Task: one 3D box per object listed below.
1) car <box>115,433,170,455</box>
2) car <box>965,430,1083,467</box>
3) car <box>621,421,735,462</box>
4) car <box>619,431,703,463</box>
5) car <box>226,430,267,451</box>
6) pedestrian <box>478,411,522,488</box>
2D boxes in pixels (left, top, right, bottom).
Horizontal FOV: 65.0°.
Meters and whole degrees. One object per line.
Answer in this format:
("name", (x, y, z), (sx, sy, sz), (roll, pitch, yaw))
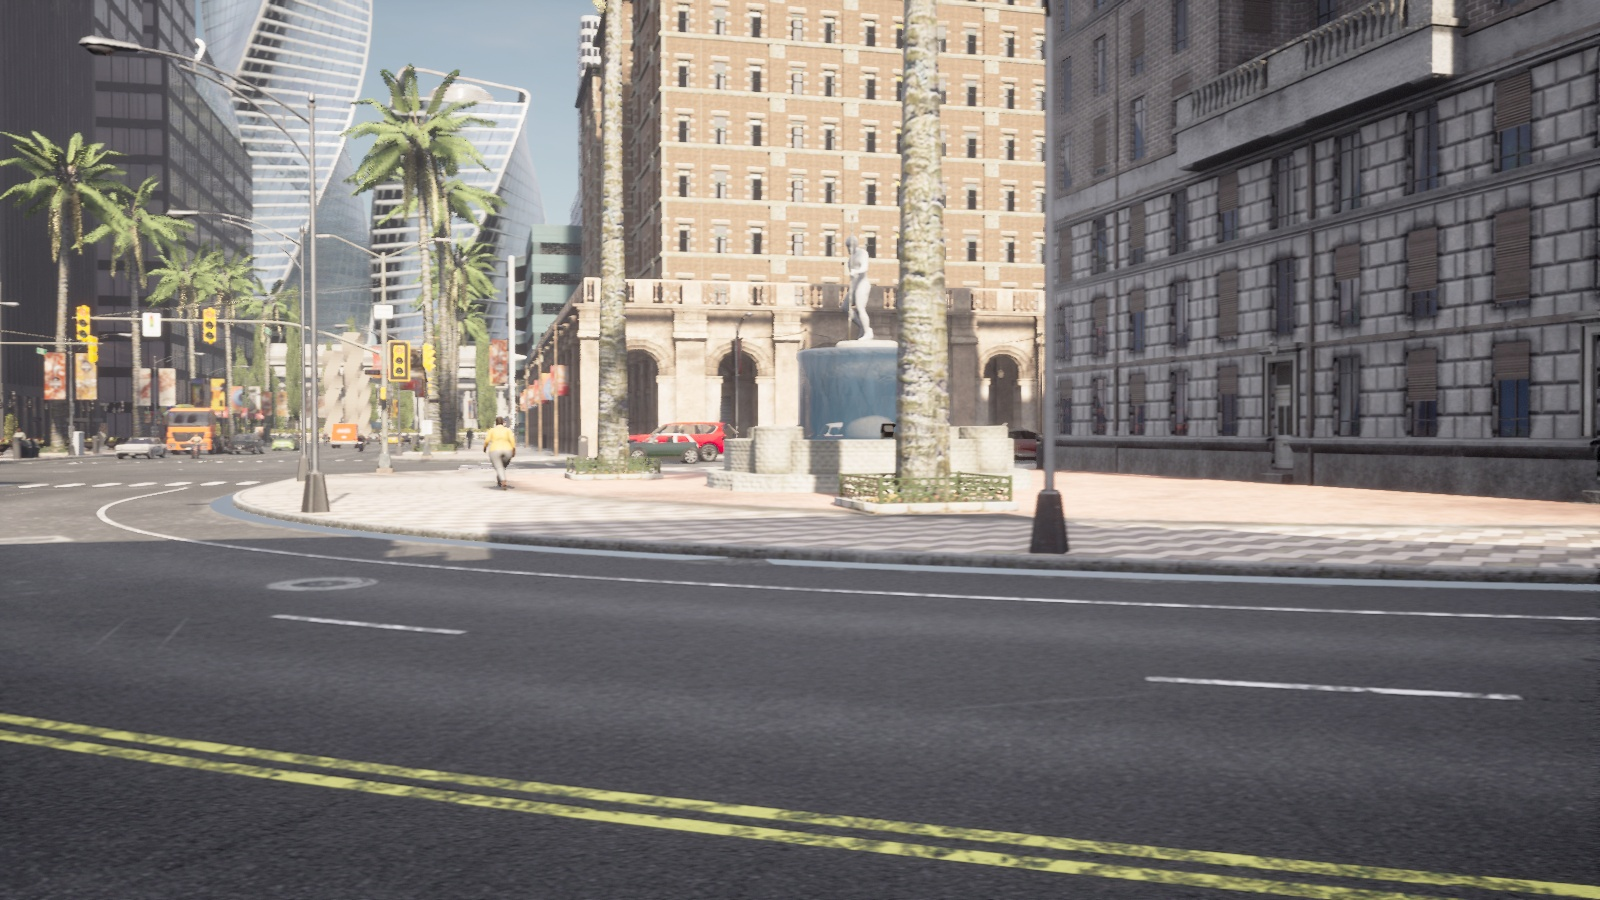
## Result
("car", (-40.118, -0.403, 76.678), (1.895, 1.301, 4.718), (0, 1, -14))
("car", (10.206, -0.076, 57.301), (4.856, 1.649, 2.033), (0, 1, -14))
("car", (-6.251, -0.456, 64.034), (5.566, 2.045, 2.150), (0, 1, -13))
("car", (-6.705, -0.154, 60.312), (3.806, 1.475, 1.970), (0, 1, -14))
("car", (-39.959, -0.713, 90.774), (1.837, 1.490, 4.892), (0, 1, -14))
("pedestrian", (-7.372, -0.016, 30.839), (0.874, 1.855, 0.900), (0, 1, -24))
